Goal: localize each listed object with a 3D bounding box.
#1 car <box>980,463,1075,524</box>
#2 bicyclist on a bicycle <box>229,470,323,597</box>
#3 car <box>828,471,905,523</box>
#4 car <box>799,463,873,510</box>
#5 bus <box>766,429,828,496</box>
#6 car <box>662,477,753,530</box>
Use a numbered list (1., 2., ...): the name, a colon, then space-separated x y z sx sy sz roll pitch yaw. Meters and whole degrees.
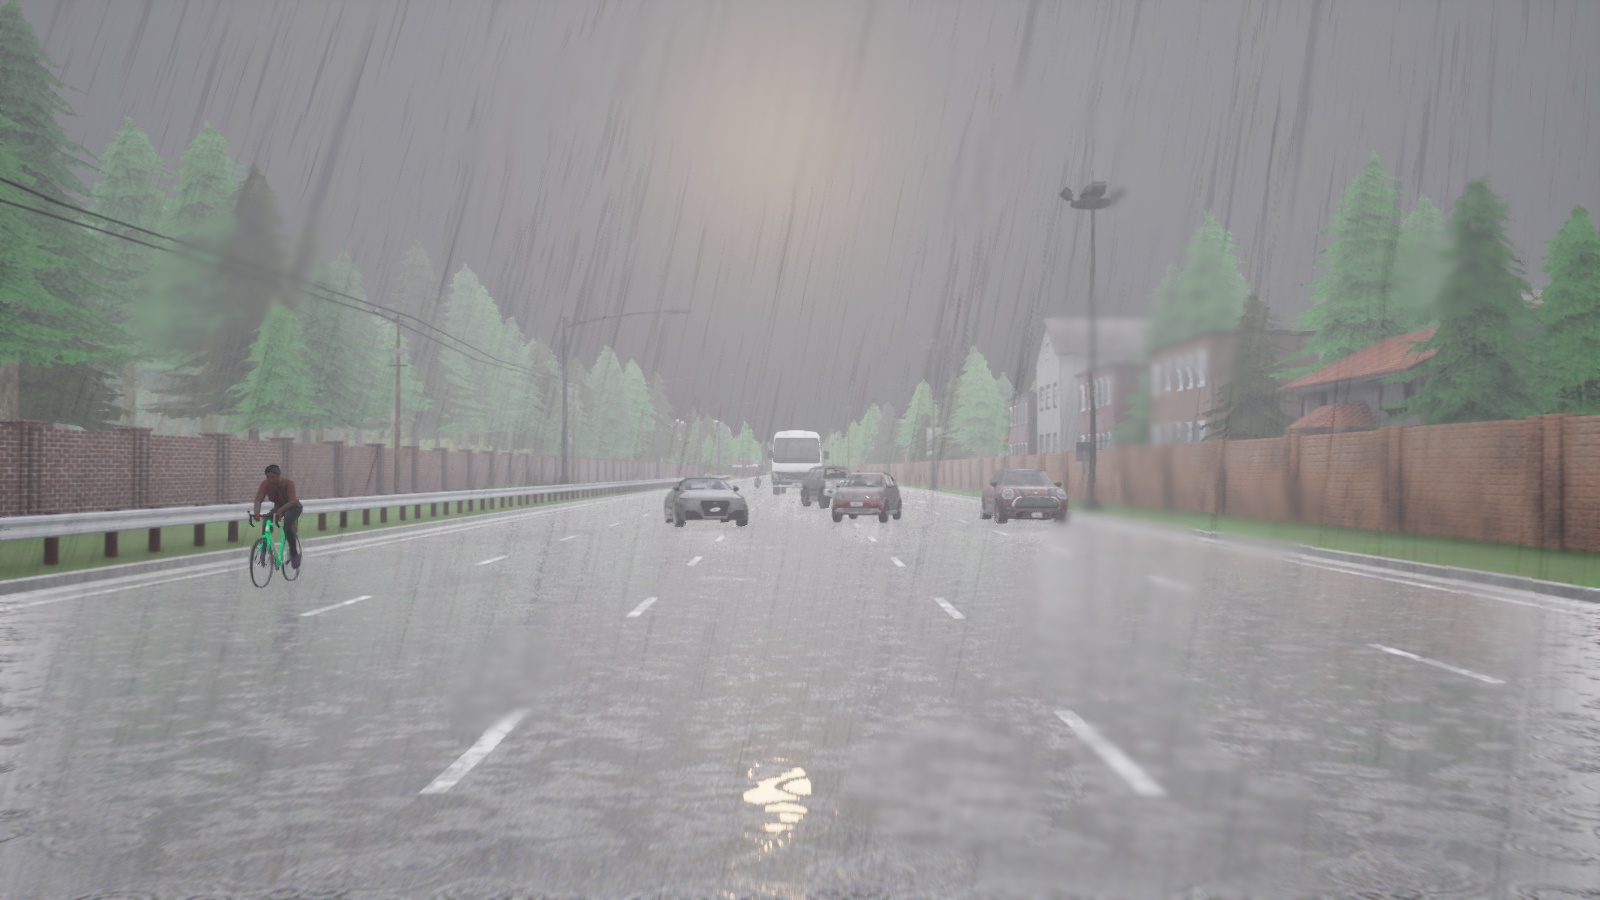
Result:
1. car: 6.904 1.291 38.609 2.097 1.767 4.553 0 -1 0
2. bicyclist on a bicycle: -7.041 1.079 16.945 0.582 1.620 1.656 0 -1 0
3. car: 2.145 1.447 39.579 1.789 1.549 3.705 0 -1 13
4. car: 1.470 1.513 53.078 1.932 1.855 4.605 0 -1 -14
5. bus: -0.215 0.861 84.986 3.944 4.253 10.273 0 -1 0
6. car: -2.720 1.493 36.087 1.994 1.385 4.181 0 -1 -13
